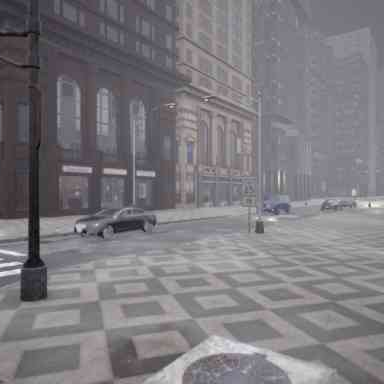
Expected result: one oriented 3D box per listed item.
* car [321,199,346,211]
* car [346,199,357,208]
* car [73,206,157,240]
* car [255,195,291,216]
[{"bbox_3d":[17.858,1.656,42.502,1.812,1.442,4.674,0,0,36],"label":"car"},{"bbox_3d":[23.760,1.703,50.747,2.033,1.411,5.357,0,0,36],"label":"car"},{"bbox_3d":[-3.899,1.532,17.605,2.128,1.511,4.902,0,0,34],"label":"car"},{"bbox_3d":[8.658,1.326,35.122,2.150,2.045,5.566,0,0,36],"label":"car"}]
